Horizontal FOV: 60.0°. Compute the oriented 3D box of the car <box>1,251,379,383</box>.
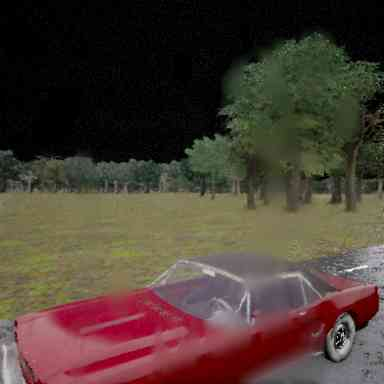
[{"bbox_3d":[0.318,1.548,4.208,4.718,1.301,1.895,0,1,-36],"label":"car"}]
